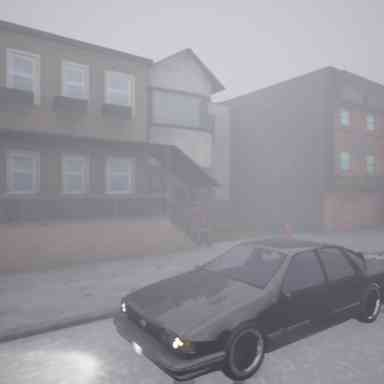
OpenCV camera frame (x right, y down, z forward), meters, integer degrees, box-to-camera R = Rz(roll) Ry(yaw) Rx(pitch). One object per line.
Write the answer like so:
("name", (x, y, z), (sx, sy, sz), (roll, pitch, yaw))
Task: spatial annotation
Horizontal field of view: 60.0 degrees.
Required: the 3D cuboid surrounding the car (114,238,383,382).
("car", (1.496, 1.547, 5.657), (5.357, 1.411, 2.033), (0, 0, -35))
